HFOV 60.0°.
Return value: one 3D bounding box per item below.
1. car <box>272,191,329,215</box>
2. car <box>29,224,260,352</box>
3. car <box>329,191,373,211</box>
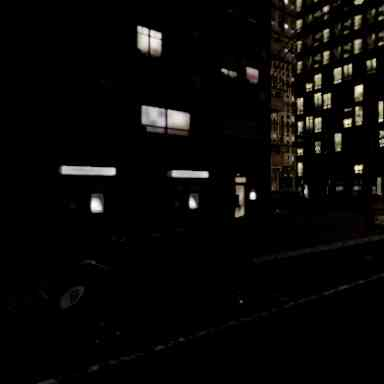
[{"bbox_3d":[8.023,0.843,27.045,2.192,1.841,5.009,1,0,-36],"label":"car"},{"bbox_3d":[-0.708,1.419,6.077,4.097,1.590,1.967,-1,0,-36],"label":"car"},{"bbox_3d":[14.732,0.801,32.065,2.192,1.841,5.009,1,1,-36],"label":"car"}]
